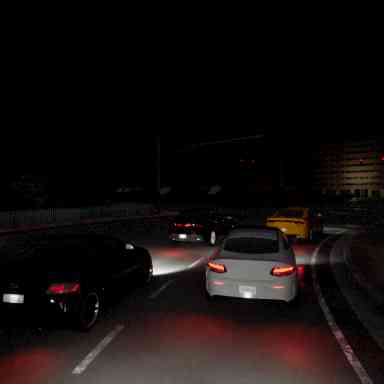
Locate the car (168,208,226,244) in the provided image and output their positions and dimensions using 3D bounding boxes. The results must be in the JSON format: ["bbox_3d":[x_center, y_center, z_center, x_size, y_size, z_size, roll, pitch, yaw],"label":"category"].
[{"bbox_3d":[0.603,1.505,15.386,1.837,1.490,4.892,0,0,23],"label":"car"}]

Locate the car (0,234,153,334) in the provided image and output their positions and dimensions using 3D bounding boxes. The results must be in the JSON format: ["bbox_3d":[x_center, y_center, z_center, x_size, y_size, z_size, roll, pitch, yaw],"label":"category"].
[{"bbox_3d":[-2.271,1.564,6.949,1.994,1.385,4.181,0,0,11],"label":"car"}]

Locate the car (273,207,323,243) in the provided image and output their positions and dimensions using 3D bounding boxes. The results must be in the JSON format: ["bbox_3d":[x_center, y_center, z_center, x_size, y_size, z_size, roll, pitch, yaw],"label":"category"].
[{"bbox_3d":[5.202,1.478,16.490,1.882,1.535,5.008,0,0,30],"label":"car"}]

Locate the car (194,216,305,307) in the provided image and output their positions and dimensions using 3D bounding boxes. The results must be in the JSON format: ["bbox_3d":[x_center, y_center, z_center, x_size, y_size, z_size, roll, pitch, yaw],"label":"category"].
[{"bbox_3d":[1.521,1.526,7.979,1.812,1.442,4.674,0,0,14],"label":"car"}]
